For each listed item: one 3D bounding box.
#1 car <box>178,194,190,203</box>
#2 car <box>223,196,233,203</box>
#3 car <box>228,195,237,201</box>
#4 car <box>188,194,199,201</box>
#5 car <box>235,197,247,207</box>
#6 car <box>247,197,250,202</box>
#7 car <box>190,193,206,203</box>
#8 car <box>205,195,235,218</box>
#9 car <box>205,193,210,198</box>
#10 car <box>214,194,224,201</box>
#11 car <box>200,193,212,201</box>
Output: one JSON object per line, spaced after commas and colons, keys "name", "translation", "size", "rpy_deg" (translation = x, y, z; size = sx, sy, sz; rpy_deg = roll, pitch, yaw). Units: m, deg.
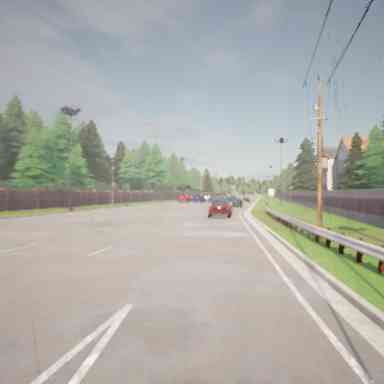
{"name": "car", "translation": [-1.776, 1.483, 79.609], "size": [2.150, 2.045, 5.566], "rpy_deg": [0, 0, 12]}
{"name": "car", "translation": [8.484, 1.797, 77.386], "size": [1.837, 1.490, 4.892], "rpy_deg": [0, 0, 12]}
{"name": "car", "translation": [10.661, 1.682, 87.577], "size": [1.837, 1.490, 4.892], "rpy_deg": [0, 0, 12]}
{"name": "car", "translation": [0.387, 1.499, 89.741], "size": [2.097, 1.767, 4.553], "rpy_deg": [0, 0, 12]}
{"name": "car", "translation": [7.427, 1.715, 55.177], "size": [2.128, 1.511, 4.902], "rpy_deg": [0, 0, 12]}
{"name": "car", "translation": [14.082, 1.915, 86.841], "size": [1.994, 1.385, 4.181], "rpy_deg": [0, 0, 12]}
{"name": "car", "translation": [1.646, 1.496, 78.878], "size": [2.150, 2.045, 5.566], "rpy_deg": [0, 0, 12]}
{"name": "car", "translation": [2.839, 1.477, 32.449], "size": [2.097, 1.767, 4.553], "rpy_deg": [0, 0, 9]}
{"name": "car", "translation": [5.143, 1.641, 78.495], "size": [2.097, 1.767, 4.553], "rpy_deg": [0, 0, 12]}
{"name": "car", "translation": [7.233, 1.524, 88.279], "size": [2.097, 1.767, 4.553], "rpy_deg": [0, 0, 12]}
{"name": "car", "translation": [3.823, 1.382, 89.069], "size": [2.150, 2.045, 5.566], "rpy_deg": [0, 0, 12]}
